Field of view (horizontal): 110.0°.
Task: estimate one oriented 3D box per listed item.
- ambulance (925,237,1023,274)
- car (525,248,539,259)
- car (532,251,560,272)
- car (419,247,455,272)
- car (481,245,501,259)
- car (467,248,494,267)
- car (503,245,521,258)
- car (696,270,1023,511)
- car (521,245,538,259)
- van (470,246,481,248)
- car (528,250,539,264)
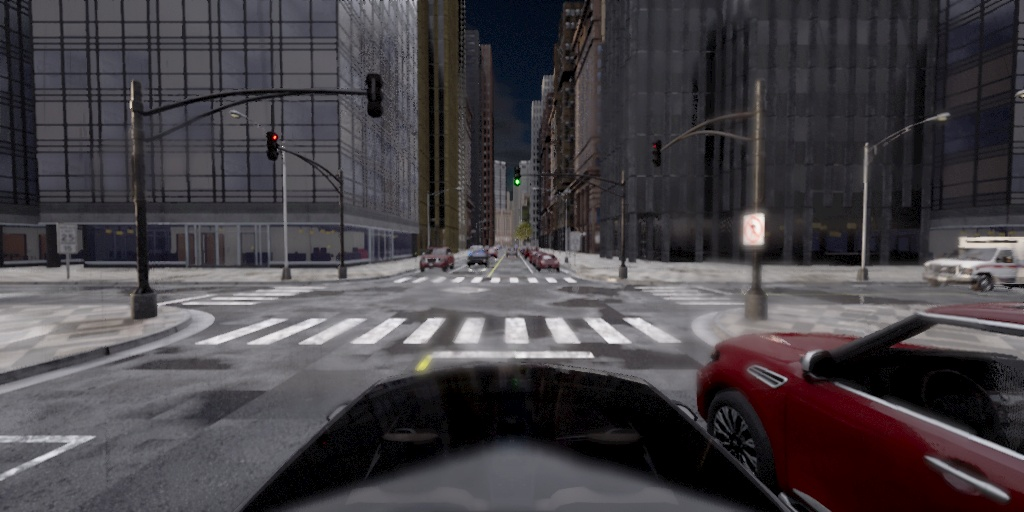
[{"bbox_3d":[22.908,0.352,16.423,6.366,2.431,2.351,0,2,-1],"label":"ambulance"},{"bbox_3d":[2.761,0.085,39.433,1.888,1.381,4.507,0,0,0],"label":"car"},{"bbox_3d":[2.761,0.480,28.202,1.802,1.307,4.207,0,0,0],"label":"car"},{"bbox_3d":[-5.764,0.213,28.182,2.192,1.841,5.009,0,0,0],"label":"car"},{"bbox_3d":[-3.061,-0.397,52.449,1.882,1.535,5.008,0,2,0],"label":"car"},{"bbox_3d":[-3.094,0.262,33.955,2.033,1.411,5.357,0,2,0],"label":"car"},{"bbox_3d":[-0.002,-0.558,57.972,2.128,1.511,4.902,0,2,0],"label":"car"},{"bbox_3d":[2.763,1.076,1.362,2.192,1.841,5.009,0,0,0],"label":"car"},{"bbox_3d":[2.761,-0.503,50.664,2.192,1.841,5.009,0,0,0],"label":"car"},{"bbox_3d":[-5.765,-0.654,56.262,1.690,1.789,3.998,0,0,0],"label":"van"},{"bbox_3d":[2.761,0.301,33.818,1.802,1.307,4.207,0,0,0],"label":"car"}]
